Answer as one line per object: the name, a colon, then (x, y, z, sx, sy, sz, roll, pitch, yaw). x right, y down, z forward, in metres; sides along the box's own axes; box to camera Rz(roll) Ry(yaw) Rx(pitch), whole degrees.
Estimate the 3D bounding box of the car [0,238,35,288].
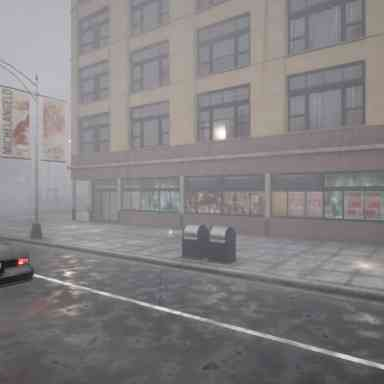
car: (-6.030, 1.547, 8.165, 5.357, 1.411, 2.033, 0, 0, 35)
